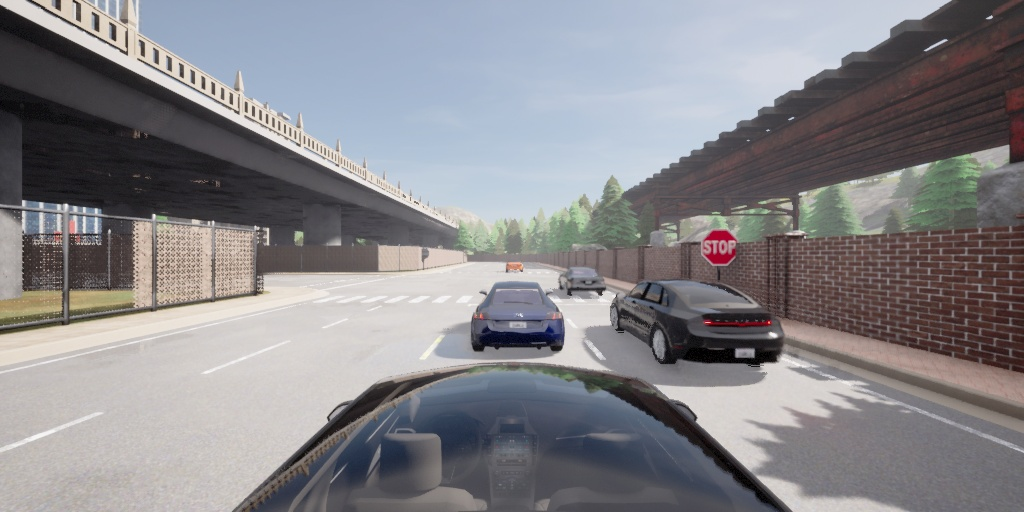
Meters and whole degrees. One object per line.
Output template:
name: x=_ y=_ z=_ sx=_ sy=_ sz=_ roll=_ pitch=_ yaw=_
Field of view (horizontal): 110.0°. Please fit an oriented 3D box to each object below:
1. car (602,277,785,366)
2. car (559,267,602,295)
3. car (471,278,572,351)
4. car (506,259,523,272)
car: x=3.614 y=1.255 z=7.969 sx=1.837 sy=1.490 sz=4.892 roll=0 pitch=0 yaw=0
car: x=3.685 y=1.297 z=19.547 sx=2.033 sy=1.411 sz=5.357 roll=0 pitch=0 yaw=1
car: x=0.116 y=1.314 z=8.993 sx=1.994 sy=1.385 sz=4.181 roll=0 pitch=0 yaw=0
car: x=0.272 y=1.102 z=45.093 sx=2.097 sy=1.767 sz=4.553 roll=0 pitch=0 yaw=0
